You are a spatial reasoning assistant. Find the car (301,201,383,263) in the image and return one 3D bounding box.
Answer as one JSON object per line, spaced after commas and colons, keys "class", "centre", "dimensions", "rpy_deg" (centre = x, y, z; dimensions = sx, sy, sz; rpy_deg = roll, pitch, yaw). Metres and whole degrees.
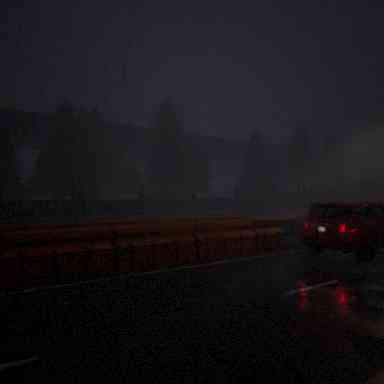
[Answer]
{"class": "car", "centre": [6.600, 1.362, 12.872], "dimensions": [5.566, 2.045, 2.150], "rpy_deg": [0, 0, -35]}
